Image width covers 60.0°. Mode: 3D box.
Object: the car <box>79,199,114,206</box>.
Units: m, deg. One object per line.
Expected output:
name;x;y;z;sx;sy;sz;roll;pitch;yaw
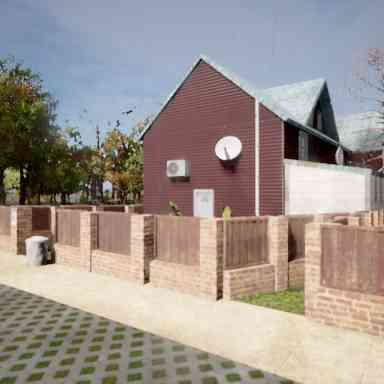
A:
car;-10.722;1.591;36.275;1.837;1.490;4.892;0;-1;36
